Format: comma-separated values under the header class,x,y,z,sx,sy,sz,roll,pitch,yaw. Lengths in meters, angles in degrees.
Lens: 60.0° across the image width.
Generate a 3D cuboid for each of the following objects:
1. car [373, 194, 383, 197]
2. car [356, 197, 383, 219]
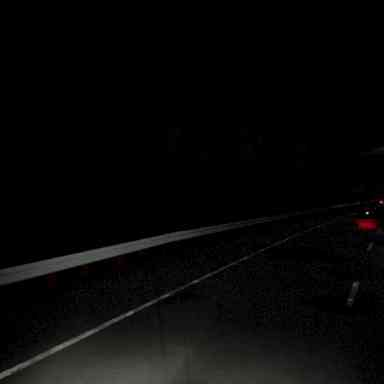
class,x,y,z,sx,sy,sz,roll,pitch,yaw
car,22.003,1.219,38.222,2.150,2.045,5.566,0,0,35
car,15.967,1.502,29.665,1.837,1.490,4.892,0,0,35
